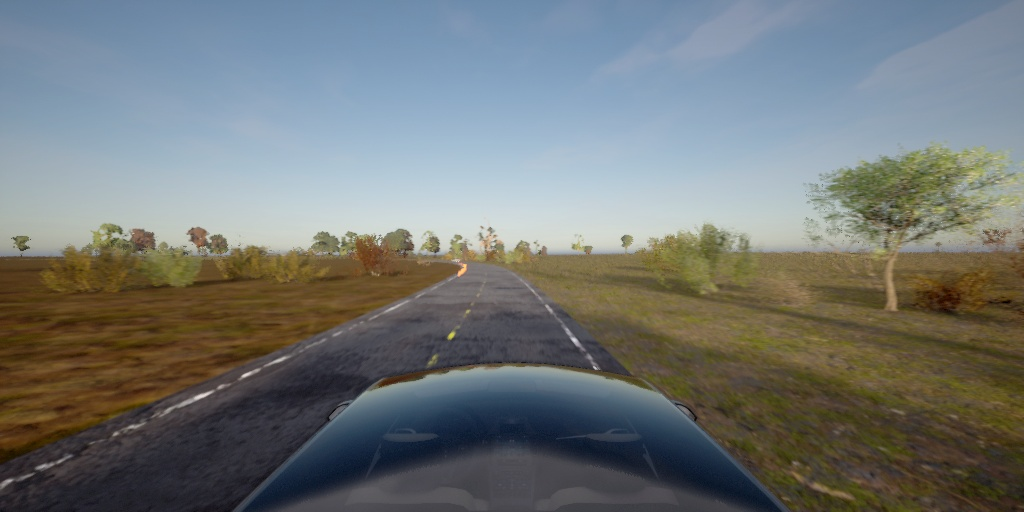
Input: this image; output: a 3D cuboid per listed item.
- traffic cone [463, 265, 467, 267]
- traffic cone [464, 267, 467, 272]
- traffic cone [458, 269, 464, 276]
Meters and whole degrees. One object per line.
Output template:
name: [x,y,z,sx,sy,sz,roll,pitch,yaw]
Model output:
traffic cone: [-6.093,1.742,46.132,0.340,0.580,0.340,0,0,-5]
traffic cone: [-5.680,1.741,41.177,0.340,0.580,0.340,0,0,-4]
traffic cone: [-5.317,1.740,36.217,0.340,0.580,0.340,0,0,-4]
